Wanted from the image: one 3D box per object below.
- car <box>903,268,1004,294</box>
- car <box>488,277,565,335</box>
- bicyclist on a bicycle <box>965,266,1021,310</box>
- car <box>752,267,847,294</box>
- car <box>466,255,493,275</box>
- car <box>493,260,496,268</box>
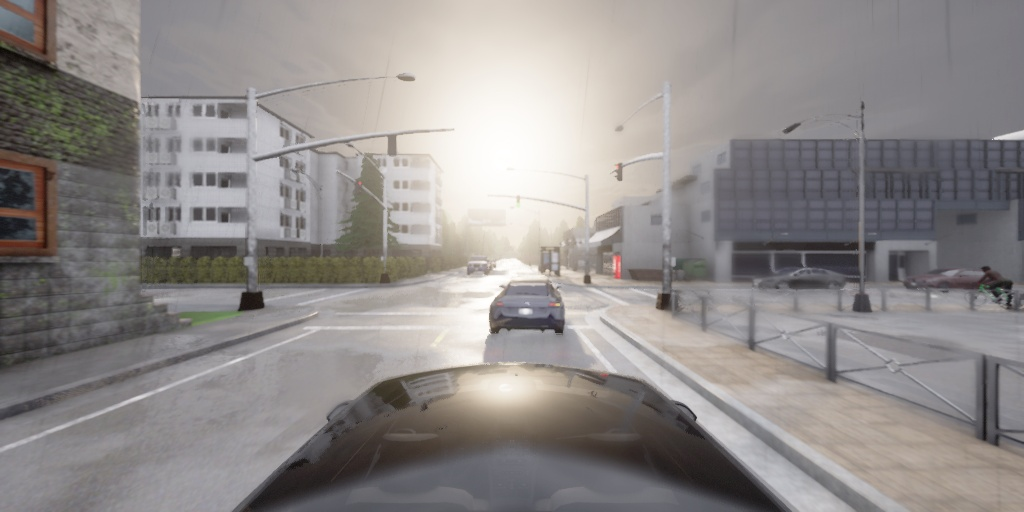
[{"bbox_3d":[26.432,1.445,21.498,4.674,1.442,1.812,0,0,0],"label":"car"},{"bbox_3d":[0.533,1.310,10.654,1.994,1.385,4.181,0,0,6],"label":"car"},{"bbox_3d":[18.714,1.223,14.001,0.582,1.620,1.656,0,0,0],"label":"bicyclist on a bicycle"},{"bbox_3d":[17.067,1.411,21.480,4.902,1.511,2.128,0,0,0],"label":"car"},{"bbox_3d":[-3.599,0.958,39.023,2.150,2.045,5.566,0,0,0],"label":"car"},{"bbox_3d":[-3.588,1.333,48.916,1.895,1.301,4.718,0,0,0],"label":"car"}]
